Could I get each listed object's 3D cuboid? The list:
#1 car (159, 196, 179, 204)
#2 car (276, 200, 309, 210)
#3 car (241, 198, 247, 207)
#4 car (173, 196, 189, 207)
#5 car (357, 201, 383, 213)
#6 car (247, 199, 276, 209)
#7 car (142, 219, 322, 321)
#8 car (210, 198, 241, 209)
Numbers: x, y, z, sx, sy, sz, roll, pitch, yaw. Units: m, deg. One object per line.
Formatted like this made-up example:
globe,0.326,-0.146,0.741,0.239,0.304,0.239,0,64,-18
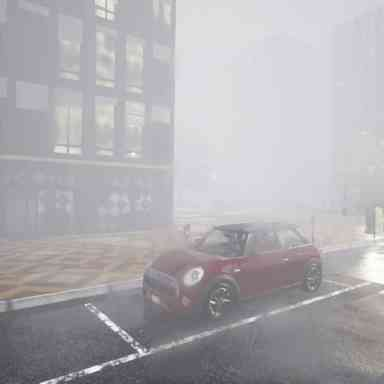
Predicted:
car,-5.249,1.724,74.631,2.192,1.841,5.009,1,-1,-35
car,14.445,1.806,46.884,1.802,1.307,4.206,1,-1,-35
car,7.881,1.725,56.133,1.967,1.590,4.097,1,-1,-35
car,-2.238,1.733,55.910,1.887,1.381,4.507,1,-1,-35
car,21.011,1.730,37.637,1.947,1.339,4.313,1,-1,-35
car,11.164,1.799,51.509,1.887,1.381,4.507,1,-1,-35
car,0.960,1.442,7.241,4.097,1.590,1.967,0,1,-36
car,4.327,1.677,46.662,2.008,1.369,4.403,1,-1,-35
